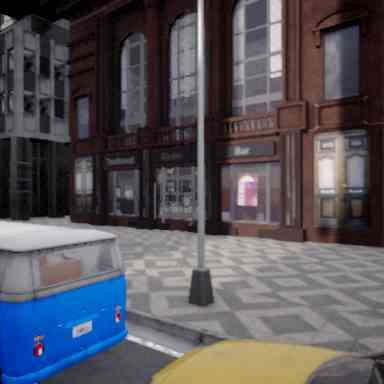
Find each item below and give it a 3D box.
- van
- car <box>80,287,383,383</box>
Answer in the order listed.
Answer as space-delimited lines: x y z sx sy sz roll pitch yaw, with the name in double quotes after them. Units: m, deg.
-2.783 1.369 4.949 3.998 1.788 1.690 0 0 36 "van"
1.666 1.523 1.772 4.829 1.417 1.752 0 0 36 "car"
